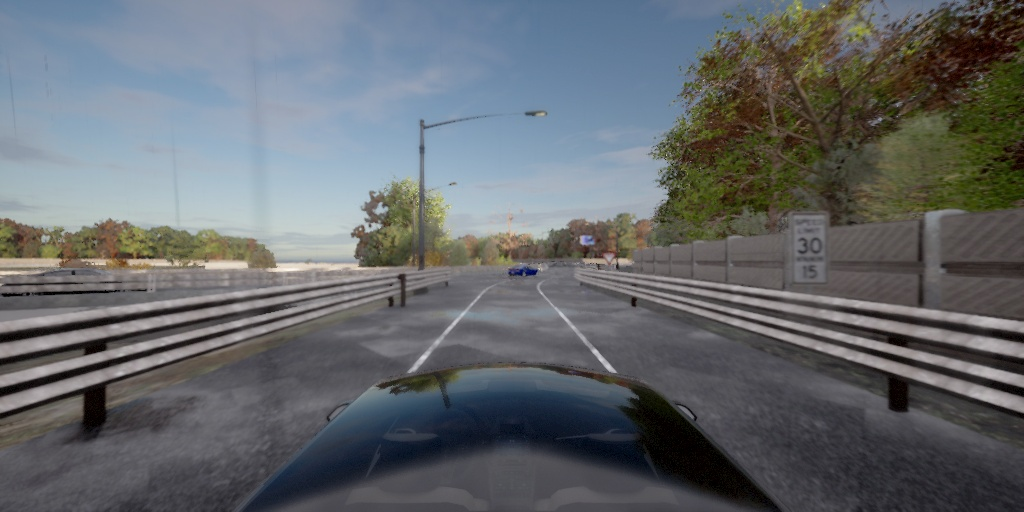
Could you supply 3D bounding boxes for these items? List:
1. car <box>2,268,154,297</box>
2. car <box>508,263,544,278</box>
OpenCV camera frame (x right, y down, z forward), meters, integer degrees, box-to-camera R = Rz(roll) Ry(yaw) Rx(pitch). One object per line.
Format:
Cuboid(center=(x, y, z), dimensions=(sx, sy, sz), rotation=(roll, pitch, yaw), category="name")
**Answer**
Cuboid(center=(-21.637, 1.366, 18.231), dimensions=(5.008, 1.535, 1.882), rotation=(1, -1, -40), category="car")
Cuboid(center=(1.468, 1.788, 43.265), dimensions=(1.882, 1.535, 5.008), rotation=(0, -1, 34), category="car")
